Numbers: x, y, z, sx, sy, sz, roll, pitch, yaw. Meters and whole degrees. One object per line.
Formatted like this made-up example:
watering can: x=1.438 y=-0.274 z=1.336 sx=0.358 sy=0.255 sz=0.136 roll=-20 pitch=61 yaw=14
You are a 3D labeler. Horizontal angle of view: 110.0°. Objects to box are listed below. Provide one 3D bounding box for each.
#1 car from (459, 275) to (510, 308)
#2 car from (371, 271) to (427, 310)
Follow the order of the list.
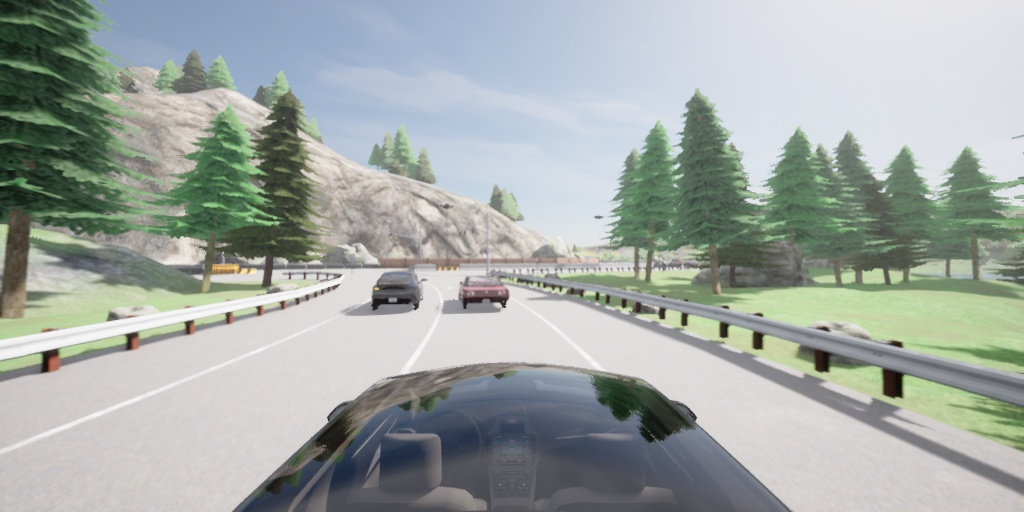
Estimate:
car: x=-1.405 y=1.503 z=16.126 sx=1.895 sy=1.301 sz=4.718 roll=0 pitch=-1 yaw=-11
car: x=-4.920 y=1.409 z=15.806 sx=1.837 sy=1.490 sz=4.892 roll=0 pitch=0 yaw=-11
